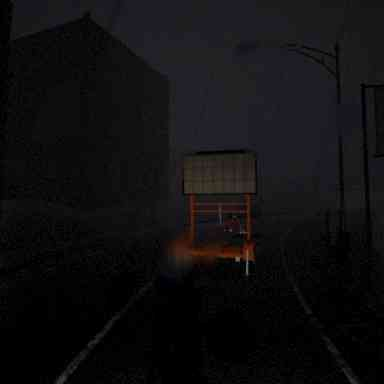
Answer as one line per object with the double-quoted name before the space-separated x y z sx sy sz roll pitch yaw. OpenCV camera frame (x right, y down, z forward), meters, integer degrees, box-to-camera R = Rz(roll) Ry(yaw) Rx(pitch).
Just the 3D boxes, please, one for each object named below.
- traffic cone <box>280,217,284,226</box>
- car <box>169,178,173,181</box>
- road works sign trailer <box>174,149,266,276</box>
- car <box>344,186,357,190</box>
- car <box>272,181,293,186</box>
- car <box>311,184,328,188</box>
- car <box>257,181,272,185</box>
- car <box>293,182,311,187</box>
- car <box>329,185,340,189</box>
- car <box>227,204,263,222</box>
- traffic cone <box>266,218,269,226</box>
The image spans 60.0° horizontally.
"traffic cone" 6.113 2.031 22.681 0.340 0.580 0.340 -2 -1 17
"car" -5.963 -2.461 63.432 4.553 1.767 2.185 2 -5 -23
"road works sign trailer" 0.917 0.487 10.640 2.380 3.560 2.880 -1 0 17
"car" 38.917 -0.706 84.711 4.892 1.521 2.231 3 -5 -30
"car" 19.339 -1.553 74.306 5.008 1.535 2.097 2 -5 -25
"car" 29.373 -1.112 79.378 4.792 1.488 2.163 2 -5 -27
"car" 14.310 -1.702 71.967 4.674 1.452 2.002 2 -5 -24
"car" 24.295 -1.481 76.748 4.553 1.767 2.185 2 -5 -26
"car" 34.217 -0.887 82.015 4.674 1.452 2.002 3 -5 -29
"car" 4.604 1.762 28.740 2.128 1.511 4.902 -3 -2 30
"traffic cone" 5.161 2.062 22.969 0.340 0.580 0.340 -2 -1 16
